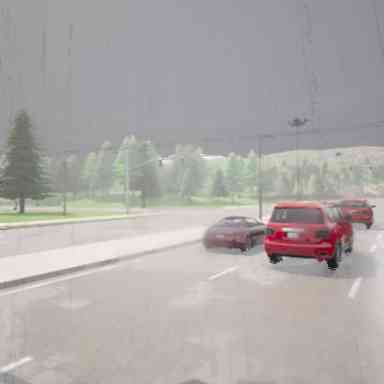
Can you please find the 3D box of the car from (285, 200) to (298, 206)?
[{"bbox_3d":[24.393,2.660,81.717,1.812,1.442,4.674,-1,-1,32],"label":"car"}]

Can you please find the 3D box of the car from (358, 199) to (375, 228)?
[{"bbox_3d":[12.363,1.544,24.989,2.150,2.045,5.566,-1,-1,31],"label":"car"}]

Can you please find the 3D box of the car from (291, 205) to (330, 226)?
[{"bbox_3d":[9.974,1.871,27.782,2.128,1.511,4.902,-1,-1,31],"label":"car"}]

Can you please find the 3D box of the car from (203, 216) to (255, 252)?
[{"bbox_3d":[2.232,1.794,15.168,1.994,1.385,4.181,-1,-1,32],"label":"car"}]

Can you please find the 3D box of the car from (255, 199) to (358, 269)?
[{"bbox_3d":[4.437,1.391,12.124,2.150,2.045,5.566,-1,-1,32],"label":"car"}]

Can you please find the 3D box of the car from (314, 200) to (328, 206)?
[{"bbox_3d":[30.363,2.566,78.062,2.128,1.511,4.902,-1,-1,32],"label":"car"}]
